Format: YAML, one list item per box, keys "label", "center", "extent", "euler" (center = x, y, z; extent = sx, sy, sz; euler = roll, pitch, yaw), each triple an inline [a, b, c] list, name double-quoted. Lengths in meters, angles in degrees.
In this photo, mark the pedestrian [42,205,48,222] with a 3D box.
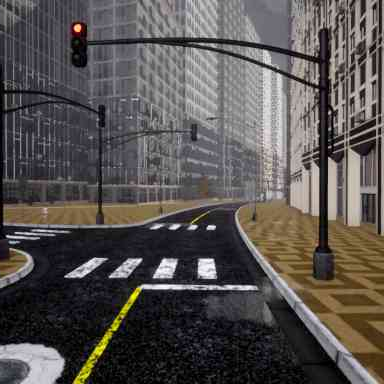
- label: "pedestrian"
  center: [-9.295, 1.345, 21.045]
  extent: [0.500, 1.100, 0.500]
  euler: [0, 0, 17]
